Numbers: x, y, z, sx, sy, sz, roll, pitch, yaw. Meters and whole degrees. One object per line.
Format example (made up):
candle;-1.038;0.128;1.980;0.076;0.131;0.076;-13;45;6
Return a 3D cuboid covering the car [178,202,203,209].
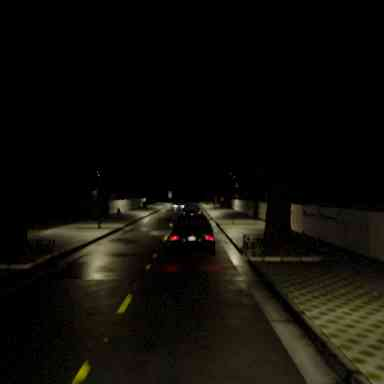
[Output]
car;-0.001;1.835;29.343;1.994;1.385;4.181;0;0;0

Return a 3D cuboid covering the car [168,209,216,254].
car;-0.001;1.678;13.984;2.033;1.411;5.357;0;0;0

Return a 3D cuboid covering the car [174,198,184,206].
car;-2.761;2.114;70.998;1.837;1.490;4.892;0;0;0
